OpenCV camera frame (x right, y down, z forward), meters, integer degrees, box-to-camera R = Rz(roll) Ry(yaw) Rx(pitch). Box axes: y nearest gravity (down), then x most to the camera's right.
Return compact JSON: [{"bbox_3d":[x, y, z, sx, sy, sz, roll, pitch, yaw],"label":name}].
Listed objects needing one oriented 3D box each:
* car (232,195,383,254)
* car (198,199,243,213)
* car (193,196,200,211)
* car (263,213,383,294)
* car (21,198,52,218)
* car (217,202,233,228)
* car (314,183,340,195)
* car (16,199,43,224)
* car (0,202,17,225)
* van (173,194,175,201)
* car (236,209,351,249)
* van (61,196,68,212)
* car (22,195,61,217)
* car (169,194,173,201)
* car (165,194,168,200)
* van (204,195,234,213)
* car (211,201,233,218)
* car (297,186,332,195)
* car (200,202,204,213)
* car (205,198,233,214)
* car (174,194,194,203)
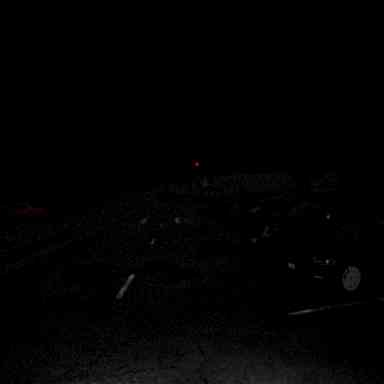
[{"bbox_3d":[4.568,1.243,11.729,5.566,2.045,2.435,1,0,-22],"label":"car"},{"bbox_3d":[3.324,1.562,38.859,4.792,1.488,2.163,1,0,-25],"label":"car"},{"bbox_3d":[3.204,1.517,35.801,5.366,1.575,1.946,1,0,-25],"label":"car"},{"bbox_3d":[4.667,1.491,8.722,5.008,1.535,2.097,1,0,-21],"label":"car"},{"bbox_3d":[-14.557,1.556,27.048,5.366,1.575,1.946,-1,0,-23],"label":"car"},{"bbox_3d":[4.270,1.545,20.800,4.674,1.452,2.002,1,0,-23],"label":"car"},{"bbox_3d":[21.175,-0.310,51.189,2.435,2.045,5.566,-7,4,-29],"label":"car"},{"bbox_3d":[-14.049,1.545,24.243,5.366,1.575,1.946,-1,0,-23],"label":"car"},{"bbox_3d":[-14.060,1.586,21.208,4.674,1.452,2.002,-1,0,-23],"label":"car"},{"bbox_3d":[-1.568,1.555,79.406,4.442,1.987,1.878,1,0,-29],"label":"van"},{"bbox_3d":[4.496,1.538,14.767,4.674,1.452,2.002,1,0,-22],"label":"car"},{"bbox_3d":[-14.679,1.340,33.081,4.442,1.987,1.878,-1,0,-24],"label":"van"},{"bbox_3d":[-14.545,1.436,30.090,4.553,1.767,2.185,-1,0,-24],"label":"car"},{"bbox_3d":[-1.976,1.530,82.417,5.566,2.045,2.435,1,0,-30],"label":"car"},{"bbox_3d":[-3.948,1.530,94.305,5.566,2.045,2.435,1,0,-30],"label":"car"},{"bbox_3d":[3.683,1.288,29.802,4.442,1.987,1.878,1,0,-24],"label":"van"},{"bbox_3d":[4.120,1.548,23.821,4.674,1.452,2.002,1,0,-23],"label":"car"},{"bbox_3d":[18.217,0.268,50.733,2.002,1.452,4.674,-7,4,-29],"label":"car"},{"bbox_3d":[3.619,1.394,32.877,4.553,1.767,2.185,1,0,-24],"label":"car"},{"bbox_3d":[3.971,1.513,26.836,4.892,1.521,2.231,1,0,-23],"label":"car"},{"bbox_3d":[-1.031,1.657,76.477,4.553,1.767,2.185,1,0,-29],"label":"car"}]
